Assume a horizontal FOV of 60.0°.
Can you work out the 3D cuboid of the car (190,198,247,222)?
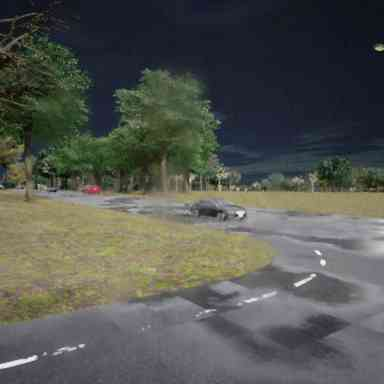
[{"bbox_3d":[1.796,1.201,23.789,2.128,1.511,4.902,-1,2,-35],"label":"car"}]

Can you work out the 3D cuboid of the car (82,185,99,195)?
[{"bbox_3d":[-20.633,-0.444,67.628,2.150,2.045,5.566,-1,2,-35],"label":"car"}]

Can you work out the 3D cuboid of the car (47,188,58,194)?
[{"bbox_3d":[-32.217,-0.337,76.648,1.895,1.301,4.718,-1,2,-29],"label":"car"}]
